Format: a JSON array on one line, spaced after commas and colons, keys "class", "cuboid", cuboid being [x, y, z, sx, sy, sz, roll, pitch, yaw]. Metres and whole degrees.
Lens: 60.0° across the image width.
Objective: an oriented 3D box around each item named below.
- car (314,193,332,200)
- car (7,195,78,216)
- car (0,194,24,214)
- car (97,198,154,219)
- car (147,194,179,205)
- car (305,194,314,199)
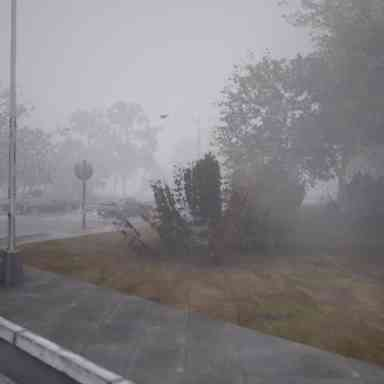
[{"class": "car", "cuboid": [31.597, 1.071, 80.236, 1.837, 1.490, 4.892, 1, 1, 33]}, {"class": "car", "cuboid": [-11.413, 1.125, 26.069, 1.895, 1.301, 4.718, 1, 1, 33]}, {"class": "car", "cuboid": [-14.748, 0.948, 27.347, 2.128, 1.511, 4.902, 1, 1, 33]}, {"class": "car", "cuboid": [-4.468, 1.155, 23.756, 2.128, 1.511, 4.902, 1, 1, 33]}, {"class": "car", "cuboid": [-3.820, 0.996, 44.442, 1.994, 1.385, 4.181, 1, 1, 33]}, {"class": "car", "cuboid": [28.853, 1.054, 82.442, 1.994, 1.385, 4.181, 1, 1, 33]}]
